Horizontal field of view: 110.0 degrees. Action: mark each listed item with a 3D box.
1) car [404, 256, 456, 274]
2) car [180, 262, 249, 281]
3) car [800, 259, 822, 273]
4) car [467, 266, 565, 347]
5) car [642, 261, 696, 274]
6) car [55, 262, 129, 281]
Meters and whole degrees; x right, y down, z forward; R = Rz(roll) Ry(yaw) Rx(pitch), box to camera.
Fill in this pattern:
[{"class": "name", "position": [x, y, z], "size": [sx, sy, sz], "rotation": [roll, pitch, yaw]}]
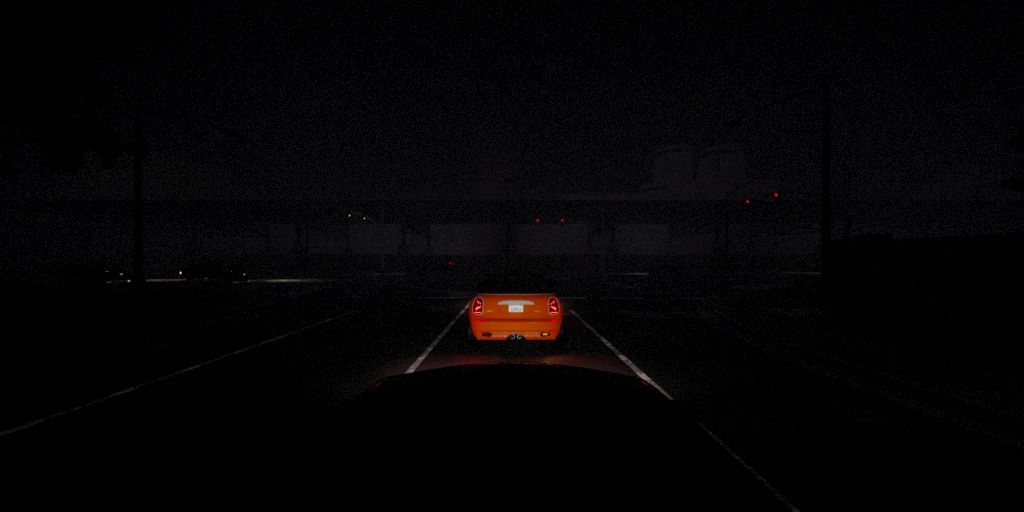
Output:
[{"class": "car", "position": [-9.068, 0.971, 39.835], "size": [5.566, 2.045, 2.150], "rotation": [0, 0, 1]}, {"class": "car", "position": [-24.460, 1.242, 29.537], "size": [4.902, 1.511, 2.128], "rotation": [0, 0, 1]}, {"class": "car", "position": [34.019, 0.967, 38.764], "size": [5.008, 1.535, 1.882], "rotation": [-1, 0, 1]}, {"class": "car", "position": [0.081, 1.103, 9.502], "size": [2.097, 1.767, 4.553], "rotation": [0, 0, 0]}, {"class": "car", "position": [17.111, 1.225, 39.189], "size": [5.357, 1.411, 2.033], "rotation": [0, 0, 1]}, {"class": "car", "position": [-34.853, 1.242, 29.842], "size": [4.902, 1.511, 2.128], "rotation": [0, 0, 2]}]
